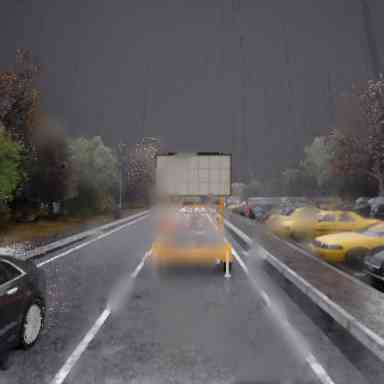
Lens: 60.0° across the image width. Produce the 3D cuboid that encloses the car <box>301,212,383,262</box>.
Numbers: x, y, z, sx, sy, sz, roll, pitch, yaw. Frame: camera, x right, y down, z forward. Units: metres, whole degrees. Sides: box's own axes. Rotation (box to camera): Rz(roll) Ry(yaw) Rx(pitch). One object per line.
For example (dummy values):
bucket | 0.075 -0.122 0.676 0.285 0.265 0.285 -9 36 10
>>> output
car | 6.717 1.607 11.046 5.366 1.575 1.946 0 0 0

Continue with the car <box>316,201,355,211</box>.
car | 20.247 1.968 47.043 4.674 1.452 2.002 0 -1 0

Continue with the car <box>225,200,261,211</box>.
car | 7.159 1.936 47.122 4.892 1.521 2.231 0 -1 0

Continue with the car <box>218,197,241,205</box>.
car | 7.000 1.963 49.900 5.366 1.575 1.946 0 -1 0

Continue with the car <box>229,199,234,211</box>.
car | 7.075 1.870 38.795 4.792 1.488 2.163 0 -1 0

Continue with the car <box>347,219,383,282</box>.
car | 6.889 1.604 8.269 4.892 1.521 2.231 0 0 0

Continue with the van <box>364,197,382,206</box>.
van | 20.026 1.543 33.073 4.442 1.987 1.878 0 -1 0

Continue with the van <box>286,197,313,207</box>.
van | 20.481 1.889 63.541 4.442 1.987 1.878 0 -1 0

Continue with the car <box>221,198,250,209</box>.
car | 7.194 1.904 55.452 4.553 1.767 2.185 0 -1 0

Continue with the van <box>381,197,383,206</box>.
van | 20.239 1.512 30.301 4.442 1.987 1.878 0 -1 0

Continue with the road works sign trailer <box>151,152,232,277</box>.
road works sign trailer | 0.053 0.547 10.586 2.380 3.560 2.880 0 0 3

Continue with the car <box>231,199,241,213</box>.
car | 7.055 1.838 36.019 4.792 1.488 2.163 0 -1 0

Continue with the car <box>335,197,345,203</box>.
car | 20.155 1.580 38.611 5.566 2.045 2.435 0 -1 0

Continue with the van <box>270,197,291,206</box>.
van | 20.582 2.207 77.371 4.442 1.987 1.878 0 -2 0

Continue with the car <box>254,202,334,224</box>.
car | 6.977 1.661 22.138 4.892 1.521 2.231 0 0 0

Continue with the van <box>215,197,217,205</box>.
van | 7.169 1.898 63.782 4.442 1.987 1.878 0 -1 0

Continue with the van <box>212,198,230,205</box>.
van | 7.564 2.447 85.966 4.442 1.987 1.878 0 -2 0

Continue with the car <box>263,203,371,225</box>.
car | 7.149 1.637 19.370 5.366 1.575 1.946 0 0 0

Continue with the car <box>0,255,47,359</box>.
car | -3.247 1.532 3.507 1.837 1.490 4.892 0 0 0

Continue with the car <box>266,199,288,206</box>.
car | 20.480 2.509 80.134 4.892 1.521 2.231 0 -2 0

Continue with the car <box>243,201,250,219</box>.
car | 7.053 1.744 27.690 4.792 1.488 2.163 0 -1 0

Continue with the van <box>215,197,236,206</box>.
van | 7.230 2.067 72.092 4.442 1.987 1.878 0 -2 0

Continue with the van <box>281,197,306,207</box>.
van | 20.269 1.922 66.445 4.442 1.987 1.878 0 -1 0

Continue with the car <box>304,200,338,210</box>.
car | 20.282 2.029 52.458 4.674 1.452 2.002 0 -1 0

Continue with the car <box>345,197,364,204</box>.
car | 20.135 1.549 35.841 5.566 2.045 2.435 0 -1 0

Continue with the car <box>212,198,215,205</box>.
car | 7.335 1.904 66.557 5.566 2.045 2.435 0 -1 0

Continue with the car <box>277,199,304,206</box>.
car | 20.410 2.204 69.059 5.008 1.535 2.097 0 -2 0

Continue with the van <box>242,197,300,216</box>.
van | 7.161 1.520 30.469 4.442 1.987 1.878 0 -1 0

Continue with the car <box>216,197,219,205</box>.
car | 7.240 2.061 58.226 5.008 1.535 2.097 0 -1 0

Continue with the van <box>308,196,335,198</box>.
van | 20.381 1.733 49.816 4.442 1.987 1.878 0 -1 0

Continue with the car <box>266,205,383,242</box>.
car | 6.759 1.625 16.720 5.366 1.575 1.946 0 0 0

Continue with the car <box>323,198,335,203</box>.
car | 20.218 1.895 44.149 5.008 1.535 2.097 0 -1 0

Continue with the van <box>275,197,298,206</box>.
van | 20.308 2.055 71.835 4.442 1.987 1.878 0 -2 0

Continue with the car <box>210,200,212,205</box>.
car | 7.357 2.474 77.636 4.792 1.488 2.163 0 -2 0

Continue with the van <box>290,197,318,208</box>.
van | 20.462 1.859 60.896 4.442 1.987 1.878 0 -1 0

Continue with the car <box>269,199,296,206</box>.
car | 20.261 2.353 74.596 5.366 1.575 1.946 0 -2 0

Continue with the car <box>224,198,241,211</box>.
car | 6.939 1.869 41.572 5.366 1.575 1.946 0 -1 0

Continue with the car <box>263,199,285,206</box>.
car | 20.501 2.584 82.903 5.008 1.535 2.097 0 -2 0

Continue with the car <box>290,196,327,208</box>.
car | 20.297 1.802 58.127 5.566 2.045 2.435 0 -1 0

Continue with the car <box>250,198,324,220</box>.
car | 7.035 1.560 24.919 4.553 1.767 2.185 0 -1 0

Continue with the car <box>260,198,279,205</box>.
car | 20.514 2.611 88.446 4.553 1.767 2.185 0 -2 0

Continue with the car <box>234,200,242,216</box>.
car | 7.035 1.807 33.243 4.792 1.488 2.163 0 -1 0

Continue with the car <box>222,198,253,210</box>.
car | 7.174 1.872 52.676 4.553 1.767 2.185 0 -1 0
